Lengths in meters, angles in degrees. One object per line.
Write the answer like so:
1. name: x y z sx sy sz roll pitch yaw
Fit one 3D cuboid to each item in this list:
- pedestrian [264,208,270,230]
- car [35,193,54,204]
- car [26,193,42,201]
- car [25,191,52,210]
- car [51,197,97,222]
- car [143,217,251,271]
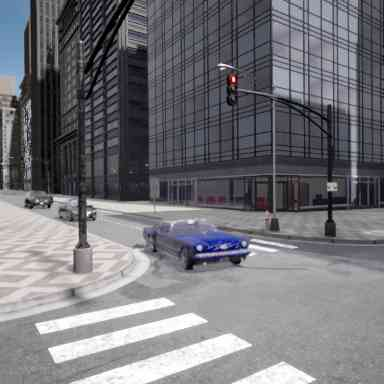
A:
1. pedestrian: 3.902 1.373 17.255 0.500 1.100 0.500 0 0 -34
2. car: -22.871 0.951 51.438 1.837 1.490 4.892 -1 1 -34
3. car: -28.438 0.922 59.669 1.895 1.301 4.718 -1 1 -34
4. car: -17.707 0.864 38.116 2.150 2.045 5.566 -1 1 -34
5. car: -8.488 1.297 24.454 2.128 1.511 4.902 -1 1 -34
6. car: -0.081 1.555 11.157 1.895 1.301 4.718 -1 1 -26
